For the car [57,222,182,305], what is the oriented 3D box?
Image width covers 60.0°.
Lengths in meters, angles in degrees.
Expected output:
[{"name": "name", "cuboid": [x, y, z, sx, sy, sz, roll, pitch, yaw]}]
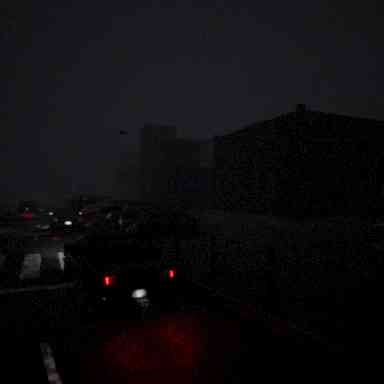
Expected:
[{"name": "car", "cuboid": [-2.070, 1.699, 8.461, 1.895, 1.301, 4.718, 1, -1, -28]}]

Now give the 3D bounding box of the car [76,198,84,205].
[{"name": "car", "cuboid": [-9.801, 1.761, 36.568, 4.892, 1.521, 2.231, 1, 0, -24]}]

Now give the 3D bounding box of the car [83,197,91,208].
[{"name": "car", "cuboid": [-7.545, 1.633, 31.488, 4.553, 1.767, 2.185, 1, 0, -24]}]

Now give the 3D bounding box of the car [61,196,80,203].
[{"name": "car", "cuboid": [-31.034, 1.813, 84.912, 4.553, 1.767, 2.185, 1, -1, -24]}]

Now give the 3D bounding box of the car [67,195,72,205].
[{"name": "car", "cuboid": [-13.227, 1.512, 44.307, 5.566, 2.045, 2.435, 1, 0, -24]}]

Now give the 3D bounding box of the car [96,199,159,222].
[{"name": "car", "cuboid": [-4.195, 1.615, 23.846, 4.553, 1.767, 2.185, 1, -1, -24]}]

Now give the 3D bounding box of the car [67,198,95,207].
[{"name": "car", "cuboid": [-19.902, 1.835, 59.586, 4.674, 1.452, 2.002, 1, -1, -24]}]

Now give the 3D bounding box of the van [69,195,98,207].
[{"name": "van", "cuboid": [-18.622, 1.563, 56.976, 4.442, 1.987, 1.878, 1, -1, -24]}]

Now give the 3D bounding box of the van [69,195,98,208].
[{"name": "van", "cuboid": [-17.721, 1.551, 54.339, 4.442, 1.987, 1.878, 1, -1, -24]}]

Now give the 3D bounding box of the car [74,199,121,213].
[{"name": "car", "cuboid": [-11.869, 1.761, 41.731, 5.366, 1.575, 1.946, 1, 0, -24]}]

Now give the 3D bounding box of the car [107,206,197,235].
[{"name": "car", "cuboid": [-2.070, 1.737, 18.842, 4.792, 1.488, 2.163, 1, -1, -24]}]

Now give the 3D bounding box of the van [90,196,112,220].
[{"name": "van", "cuboid": [-5.496, 1.524, 26.451, 4.442, 1.987, 1.878, 1, -1, -24]}]

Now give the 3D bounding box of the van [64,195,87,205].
[{"name": "van", "cuboid": [-24.416, 1.611, 69.608, 4.442, 1.987, 1.878, 1, -1, -24]}]

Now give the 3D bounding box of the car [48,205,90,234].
[{"name": "car", "cuboid": [-7.846, 1.742, 20.730, 1.994, 1.385, 4.181, 1, -1, -24]}]

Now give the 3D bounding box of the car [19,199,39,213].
[{"name": "car", "cuboid": [-19.809, 1.661, 40.290, 1.837, 1.490, 4.892, 1, -1, -23]}]

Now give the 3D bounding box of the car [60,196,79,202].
[{"name": "car", "cuboid": [-32.150, 1.833, 87.458, 4.553, 1.767, 2.185, 1, -1, -24]}]

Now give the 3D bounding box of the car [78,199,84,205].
[{"name": "car", "cuboid": [-8.746, 1.759, 34.132, 5.008, 1.535, 2.097, 1, 0, -24]}]

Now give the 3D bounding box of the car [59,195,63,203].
[{"name": "car", "cuboid": [-23.219, 1.574, 67.101, 5.566, 2.045, 2.435, 1, -1, -24]}]

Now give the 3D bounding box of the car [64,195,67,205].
[{"name": "car", "cuboid": [-16.472, 1.523, 51.851, 5.566, 2.045, 2.435, 1, -1, -24]}]

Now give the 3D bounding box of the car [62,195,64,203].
[{"name": "car", "cuboid": [-22.086, 1.815, 64.560, 4.892, 1.521, 2.231, 1, -1, -24]}]

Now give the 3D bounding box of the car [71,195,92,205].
[{"name": "car", "cuboid": [-10.892, 1.510, 39.123, 5.566, 2.045, 2.435, 1, 0, -24]}]
